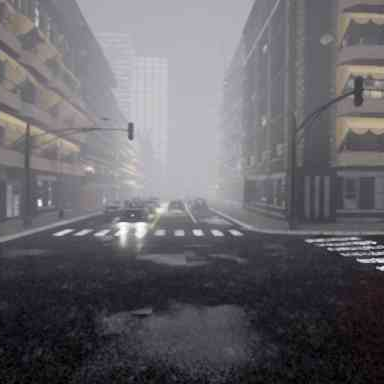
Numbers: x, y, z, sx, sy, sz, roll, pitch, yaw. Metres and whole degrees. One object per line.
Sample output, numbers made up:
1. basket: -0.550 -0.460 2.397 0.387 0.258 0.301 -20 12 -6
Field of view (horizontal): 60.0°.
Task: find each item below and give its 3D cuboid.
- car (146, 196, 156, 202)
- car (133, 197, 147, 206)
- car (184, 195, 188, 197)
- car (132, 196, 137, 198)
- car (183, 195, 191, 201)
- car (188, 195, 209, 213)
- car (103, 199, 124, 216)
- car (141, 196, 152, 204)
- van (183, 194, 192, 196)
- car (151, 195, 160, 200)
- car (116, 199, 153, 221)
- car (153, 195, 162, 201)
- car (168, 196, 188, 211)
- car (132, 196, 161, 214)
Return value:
1. car: -9.321 1.507 75.903 1.802 1.307 4.206 0 0 -3
2. car: -8.295 1.506 53.815 1.802 1.307 4.206 0 0 -3
3. car: 0.077 1.546 54.199 2.008 1.369 4.403 0 0 -3
4. car: -7.524 1.493 37.249 1.947 1.339 4.313 0 0 -3
5. car: -1.207 1.542 81.809 1.887 1.381 4.507 0 0 -3
6. car: 0.847 1.439 37.633 1.967 1.590 4.097 0 0 -3
7. car: -7.267 1.480 31.728 2.008 1.369 4.403 0 0 -3
8. car: -8.800 1.449 64.689 1.752 1.417 4.829 0 0 -3
9. van: -0.437 1.336 65.243 1.690 1.788 3.998 0 0 -3
10. car: -10.091 1.482 92.468 2.008 1.369 4.403 0 0 -3
11. car: -4.403 1.517 26.189 1.994 1.385 4.181 0 0 -3
12. car: -5.227 1.453 45.919 1.837 1.490 4.892 0 0 -3
13. car: -1.865 1.540 40.400 1.994 1.385 4.181 0 0 -3
14. car: -4.822 1.498 35.567 2.033 1.411 5.357 0 0 -2
